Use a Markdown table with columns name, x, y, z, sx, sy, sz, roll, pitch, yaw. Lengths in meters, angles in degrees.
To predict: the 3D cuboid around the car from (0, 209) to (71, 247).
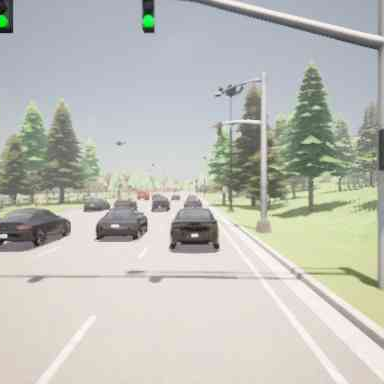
| name | x | y | z | sx | sy | sz | roll | pitch | yaw |
| --- | --- | --- | --- | --- | --- | --- | --- | --- | --- |
| car | -6.898 | 1.442 | 14.522 | 1.812 | 1.442 | 4.674 | 0 | 0 | 0 |

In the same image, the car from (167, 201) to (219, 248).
| name | x | y | z | sx | sy | sz | roll | pitch | yaw |
| --- | --- | --- | --- | --- | --- | --- | --- | --- | --- |
| car | 0.102 | 1.395 | 14.400 | 1.882 | 1.535 | 5.008 | 0 | 0 | 0 |

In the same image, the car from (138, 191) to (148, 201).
| name | x | y | z | sx | sy | sz | roll | pitch | yaw |
| --- | --- | --- | --- | --- | --- | --- | --- | --- | --- |
| car | -10.490 | 0.814 | 72.057 | 2.150 | 2.045 | 5.566 | 0 | 0 | 0 |

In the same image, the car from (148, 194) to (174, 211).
| name | x | y | z | sx | sy | sz | roll | pitch | yaw |
| --- | --- | --- | --- | --- | --- | --- | --- | --- | --- |
| car | -3.395 | 1.291 | 37.331 | 1.837 | 1.490 | 4.892 | 0 | 0 | 0 |

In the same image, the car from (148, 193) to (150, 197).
| name | x | y | z | sx | sy | sz | roll | pitch | yaw |
| --- | --- | --- | --- | --- | --- | --- | --- | --- | --- |
| car | -6.991 | 1.125 | 66.195 | 1.837 | 1.490 | 4.892 | 0 | 0 | 0 |

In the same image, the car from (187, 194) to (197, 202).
| name | x | y | z | sx | sy | sz | roll | pitch | yaw |
| --- | --- | --- | --- | --- | --- | --- | --- | --- | --- |
| car | 0.009 | 1.181 | 66.611 | 1.994 | 1.385 | 4.181 | 0 | 0 | 0 |

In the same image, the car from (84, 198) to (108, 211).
| name | x | y | z | sx | sy | sz | roll | pitch | yaw |
| --- | --- | --- | --- | --- | --- | --- | --- | --- | --- |
| car | -10.394 | 1.355 | 36.630 | 1.994 | 1.385 | 4.181 | 0 | 0 | 0 |

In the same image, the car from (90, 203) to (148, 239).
| name | x | y | z | sx | sy | sz | roll | pitch | yaw |
| --- | --- | --- | --- | --- | --- | --- | --- | --- | --- |
| car | -3.397 | 1.468 | 16.741 | 1.994 | 1.385 | 4.181 | 0 | 0 | 0 |

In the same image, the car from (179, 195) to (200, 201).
| name | x | y | z | sx | sy | sz | roll | pitch | yaw |
| --- | --- | --- | --- | --- | --- | --- | --- | --- | --- |
| car | 0.105 | 1.295 | 34.326 | 2.128 | 1.511 | 4.902 | 0 | 0 | 0 |

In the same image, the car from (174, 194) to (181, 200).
| name | x | y | z | sx | sy | sz | roll | pitch | yaw |
| --- | --- | --- | --- | --- | --- | --- | --- | --- | --- |
| car | -3.490 | 1.111 | 72.445 | 2.128 | 1.511 | 4.902 | 0 | 0 | 0 |

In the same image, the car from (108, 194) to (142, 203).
| name | x | y | z | sx | sy | sz | roll | pitch | yaw |
| --- | --- | --- | --- | --- | --- | --- | --- | --- | --- |
| car | -6.895 | 1.293 | 34.789 | 2.128 | 1.511 | 4.902 | 0 | 0 | 0 |
